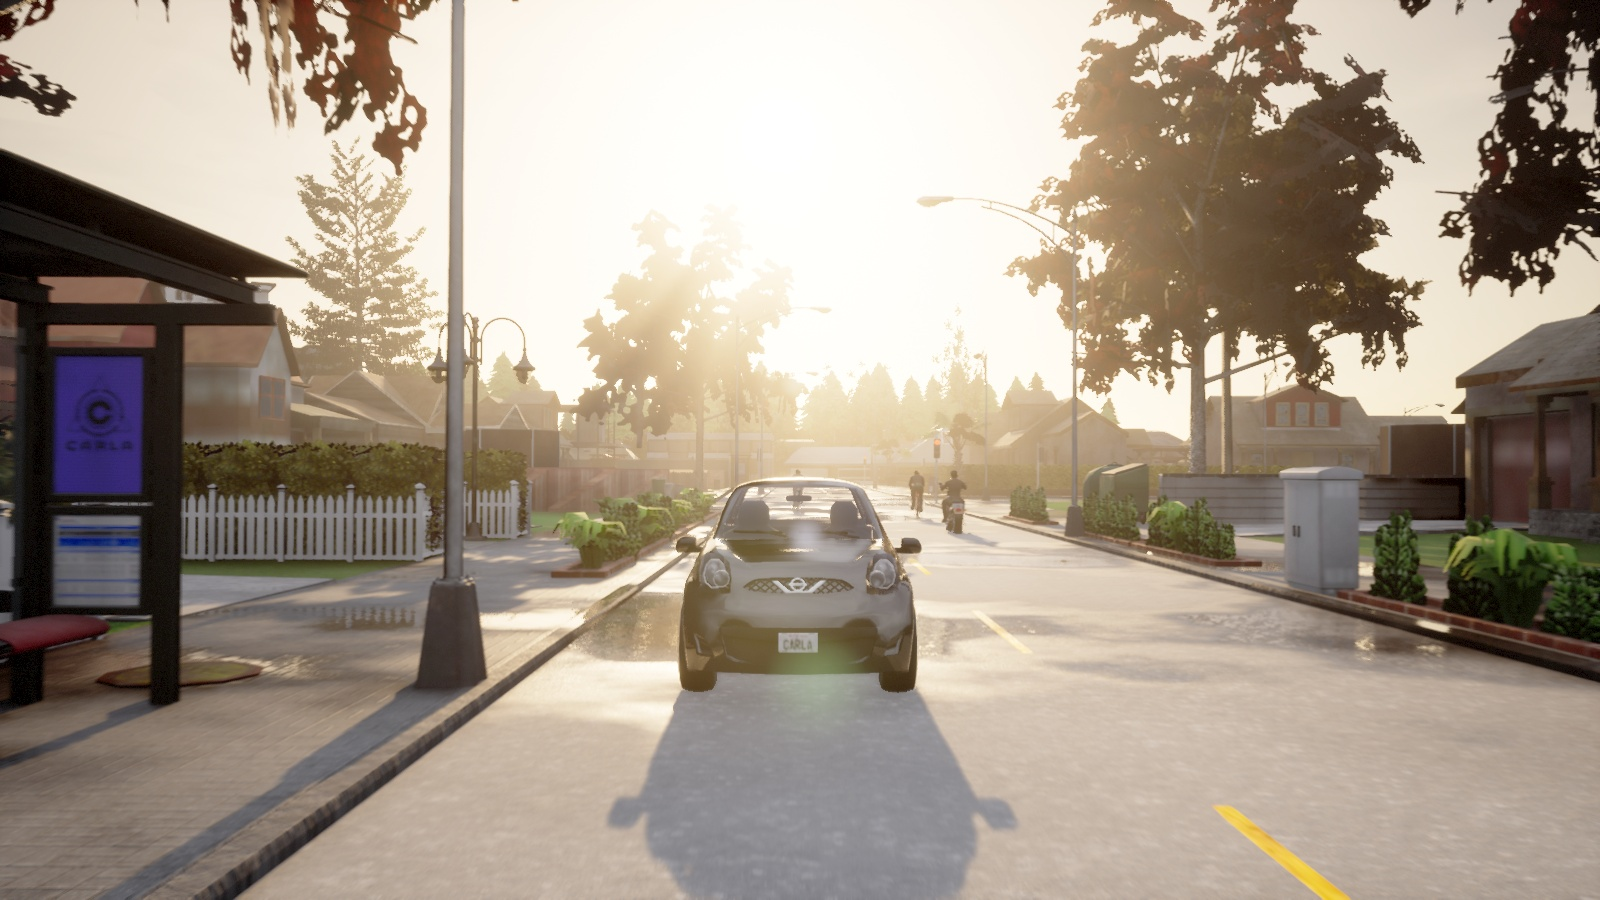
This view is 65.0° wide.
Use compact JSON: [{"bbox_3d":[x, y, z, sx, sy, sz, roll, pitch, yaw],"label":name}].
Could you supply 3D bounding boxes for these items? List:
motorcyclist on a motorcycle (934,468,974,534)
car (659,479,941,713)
[{"bbox_3d":[3.970,1.295,32.577,0.766,1.649,2.350,0,-1,0],"label":"motorcyclist on a motorcycle"},{"bbox_3d":[-0.004,0.997,10.052,1.845,1.501,3.633,0,-1,0],"label":"car"}]
